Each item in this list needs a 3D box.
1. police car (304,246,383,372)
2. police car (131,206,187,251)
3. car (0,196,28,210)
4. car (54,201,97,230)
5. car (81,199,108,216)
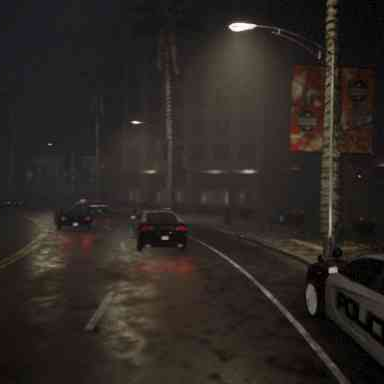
[{"bbox_3d":[3.116,1.497,4.597,1.930,1.638,5.238,1,0,0],"label":"police car"},{"bbox_3d":[-1.548,1.414,14.322,1.930,1.638,5.238,2,0,-13],"label":"police car"},{"bbox_3d":[-20.613,1.170,36.490,5.357,1.411,2.033,1,0,38],"label":"car"},{"bbox_3d":[-7.339,1.478,20.318,1.895,1.301,4.718,1,0,-25],"label":"car"},{"bbox_3d":[-9.182,1.344,29.783,2.128,1.511,4.902,1,0,-37],"label":"car"}]
